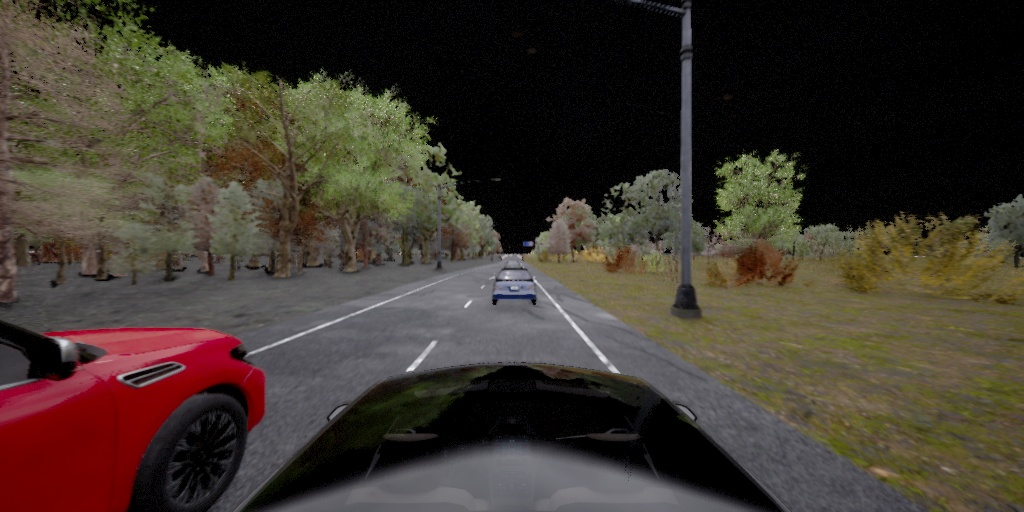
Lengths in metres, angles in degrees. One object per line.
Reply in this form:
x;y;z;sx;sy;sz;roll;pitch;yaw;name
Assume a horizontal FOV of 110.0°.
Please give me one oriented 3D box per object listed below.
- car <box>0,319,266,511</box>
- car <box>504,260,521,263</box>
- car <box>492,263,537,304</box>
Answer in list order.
-3.401;0.976;0.999;2.150;2.045;5.566;0;0;0;car
0.093;1.074;40.205;1.994;1.385;4.181;0;0;0;car
0.095;1.209;15.770;2.033;1.411;5.357;0;0;0;car
